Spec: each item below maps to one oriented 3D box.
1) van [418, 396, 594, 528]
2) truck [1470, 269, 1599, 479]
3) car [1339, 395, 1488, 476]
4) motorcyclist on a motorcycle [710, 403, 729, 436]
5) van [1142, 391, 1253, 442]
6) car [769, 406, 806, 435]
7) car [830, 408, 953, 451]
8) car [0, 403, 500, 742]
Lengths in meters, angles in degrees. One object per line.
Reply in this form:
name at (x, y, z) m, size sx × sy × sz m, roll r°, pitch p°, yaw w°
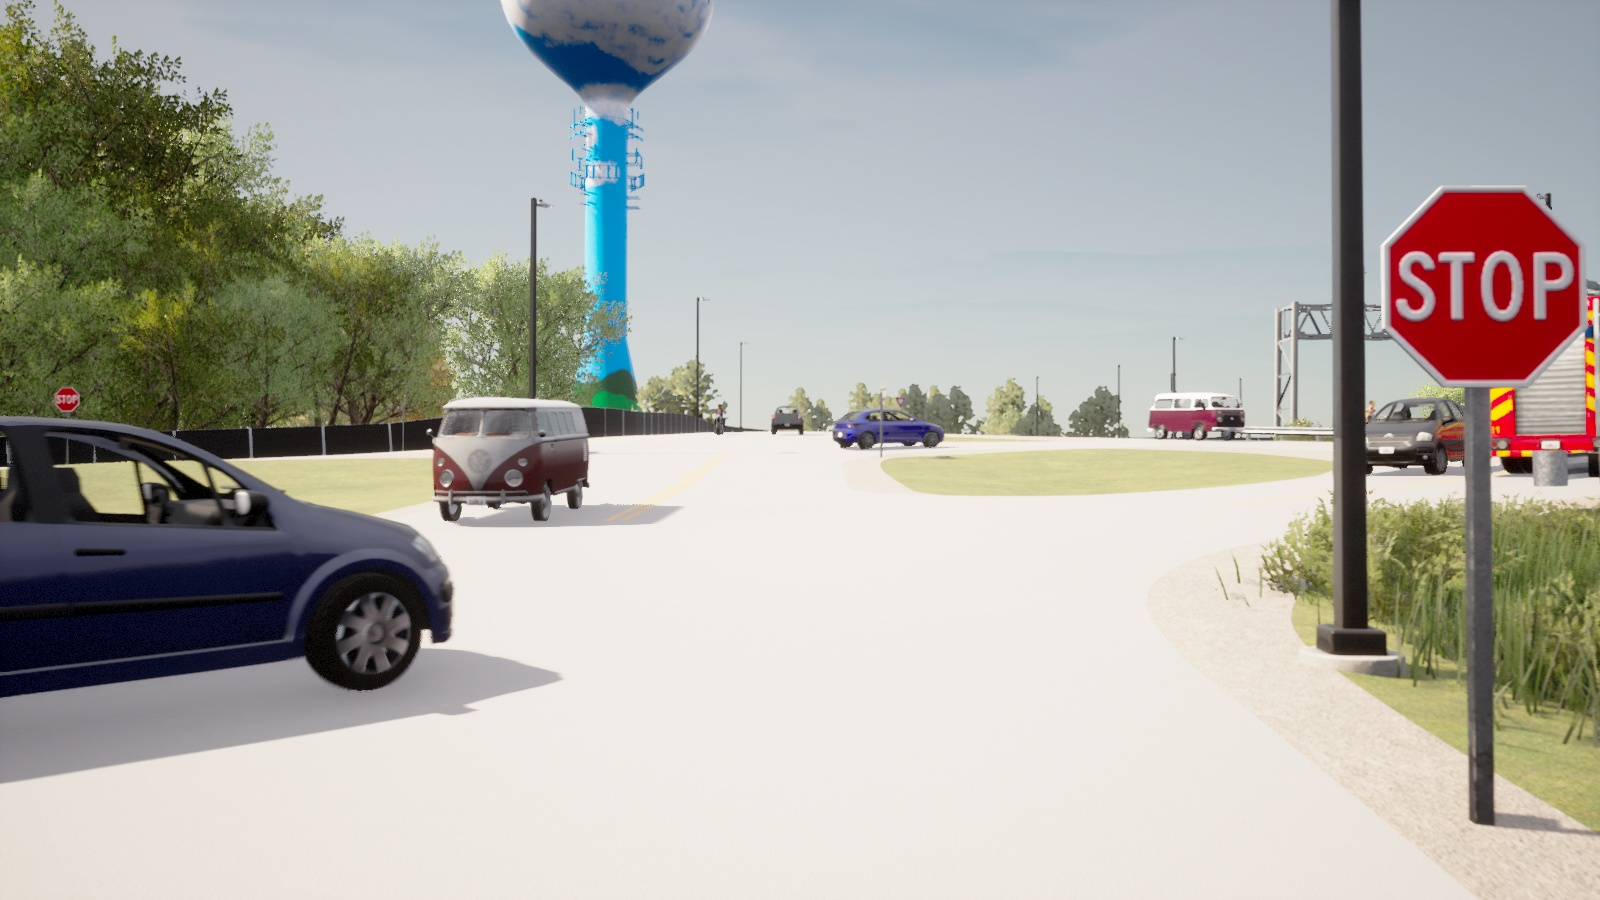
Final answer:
van at (-4.802, 0.108, 21.169) m, size 1.775 × 1.987 × 4.442 m, roll 0°, pitch 2°, yaw 2°
truck at (17.373, -1.505, 26.230) m, size 8.468 × 3.827 × 2.891 m, roll -2°, pitch 1°, yaw -39°
car at (13.384, -0.340, 27.302) m, size 1.851 × 1.617 × 3.988 m, roll -1°, pitch 1°, yaw 42°
motorcyclist on a motorcycle at (-4.119, -1.581, 64.423) m, size 0.766 × 1.649 × 2.350 m, roll 0°, pitch 2°, yaw 1°
van at (16.857, -1.400, 53.464) m, size 2.069 × 2.038 × 4.480 m, roll 0°, pitch 1°, yaw -23°
car at (-0.609, -1.545, 65.556) m, size 1.845 × 1.501 × 3.633 m, roll 0°, pitch 2°, yaw 1°
car at (3.405, -0.800, 46.490) m, size 4.193 × 1.474 × 1.816 m, roll -1°, pitch 3°, yaw -26°
car at (-3.951, 0.569, 7.129) m, size 3.988 × 1.617 × 1.851 m, roll -1°, pitch 1°, yaw -44°
